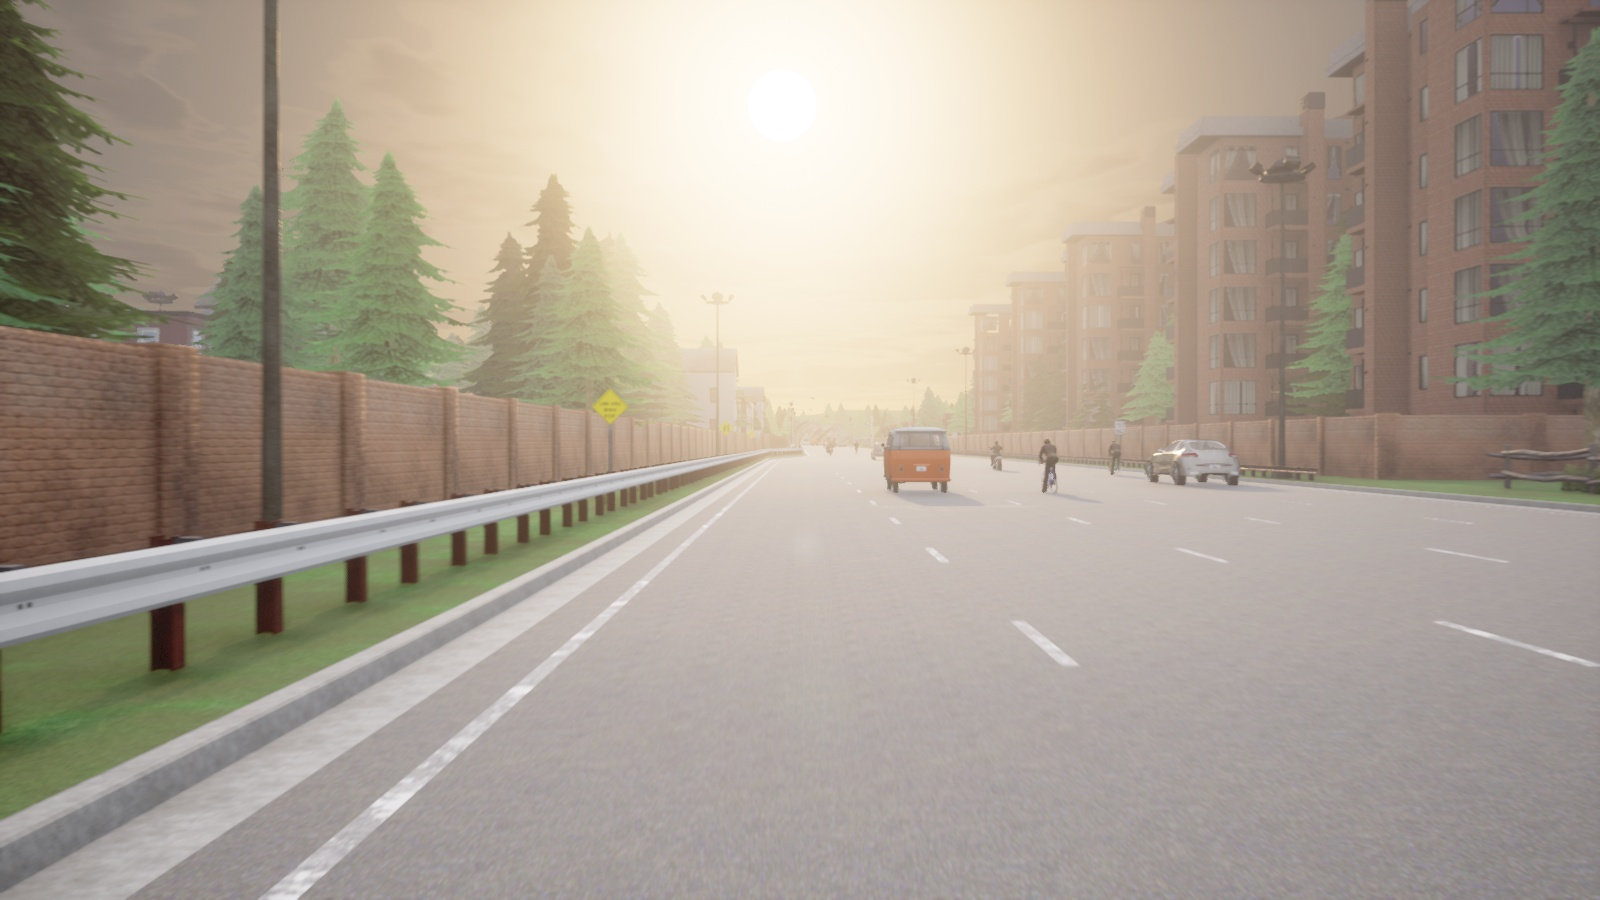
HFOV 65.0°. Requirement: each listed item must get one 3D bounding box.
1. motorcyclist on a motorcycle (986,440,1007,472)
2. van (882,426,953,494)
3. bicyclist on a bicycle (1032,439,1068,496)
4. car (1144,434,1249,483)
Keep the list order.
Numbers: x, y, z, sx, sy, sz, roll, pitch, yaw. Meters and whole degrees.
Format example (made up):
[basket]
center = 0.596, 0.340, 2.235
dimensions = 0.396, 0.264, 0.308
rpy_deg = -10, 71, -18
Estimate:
[motorcyclist on a motorcycle]
center = 10.559, 0.320, 67.412
dimensions = 0.766, 1.649, 2.350
rpy_deg = 0, 0, 0
[van]
center = 3.563, 0.280, 38.773
dimensions = 1.775, 1.987, 4.442
rpy_deg = 0, 0, 0
[bicyclist on a bicycle]
center = 7.278, 0.496, 36.612
dimensions = 0.582, 1.620, 1.656
rpy_deg = 0, 0, -5
[car]
center = 14.062, 0.280, 44.899
dimensions = 2.152, 1.651, 5.027
rpy_deg = 0, 0, 0
